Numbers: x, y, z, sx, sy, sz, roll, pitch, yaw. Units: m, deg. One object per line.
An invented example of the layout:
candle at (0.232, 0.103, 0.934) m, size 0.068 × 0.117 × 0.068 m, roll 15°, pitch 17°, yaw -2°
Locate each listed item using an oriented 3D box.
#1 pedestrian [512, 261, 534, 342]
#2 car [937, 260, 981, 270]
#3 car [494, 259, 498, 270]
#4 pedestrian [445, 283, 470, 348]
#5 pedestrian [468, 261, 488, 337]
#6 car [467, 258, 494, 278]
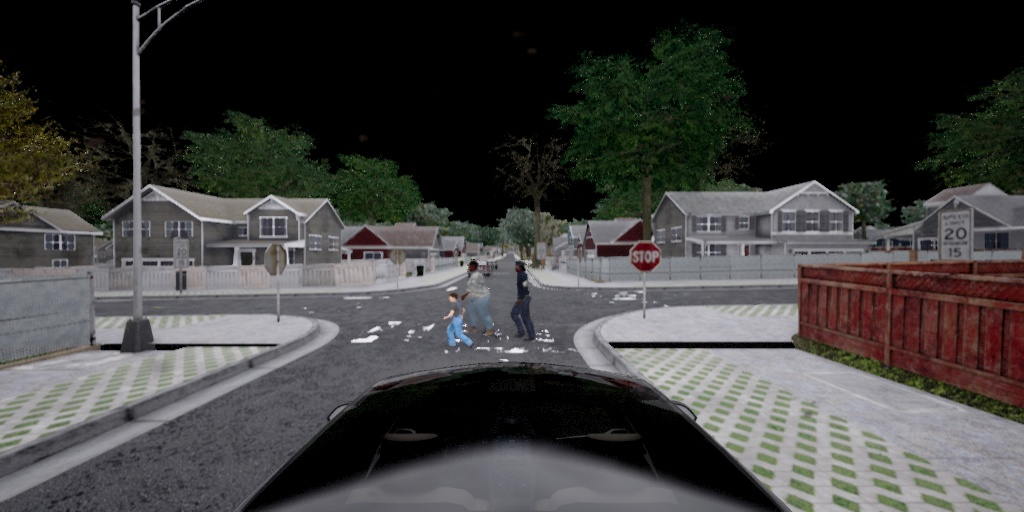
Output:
pedestrian at (0.240, 1.014, 8.201) m, size 0.375 × 1.860 × 0.375 m, roll 0°, pitch 0°, yaw 0°
car at (21.073, 0.851, 16.956) m, size 4.181 × 1.385 × 1.994 m, roll -1°, pitch 0°, yaw -1°
car at (-2.848, 1.058, 48.430) m, size 1.812 × 1.442 × 4.674 m, roll 0°, pitch 0°, yaw 0°
pedestrian at (-1.151, 1.297, 7.603) m, size 0.375 × 1.300 × 0.375 m, roll 0°, pitch 0°, yaw 0°
pedestrian at (-0.857, 1.012, 8.802) m, size 0.375 × 1.860 × 0.375 m, roll 0°, pitch 0°, yaw 0°
car at (-2.855, 1.135, 32.271) m, size 1.812 × 1.442 × 4.674 m, roll 0°, pitch 0°, yaw 0°
